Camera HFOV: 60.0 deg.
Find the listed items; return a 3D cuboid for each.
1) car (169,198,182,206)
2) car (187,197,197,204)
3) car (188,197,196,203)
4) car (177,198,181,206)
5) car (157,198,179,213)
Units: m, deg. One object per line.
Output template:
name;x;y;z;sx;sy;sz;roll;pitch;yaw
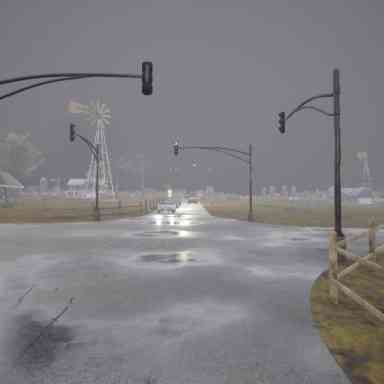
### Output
car;-2.844;1.746;59.146;2.033;1.411;5.357;0;0;0
car;0.056;1.789;69.151;1.812;1.442;4.674;0;0;0
car;-0.042;1.861;79.163;1.812;1.442;4.674;0;0;0
car;-2.860;1.644;48.582;1.837;1.490;4.892;0;0;0
car;-2.866;1.691;38.199;1.895;1.301;4.718;0;0;0
